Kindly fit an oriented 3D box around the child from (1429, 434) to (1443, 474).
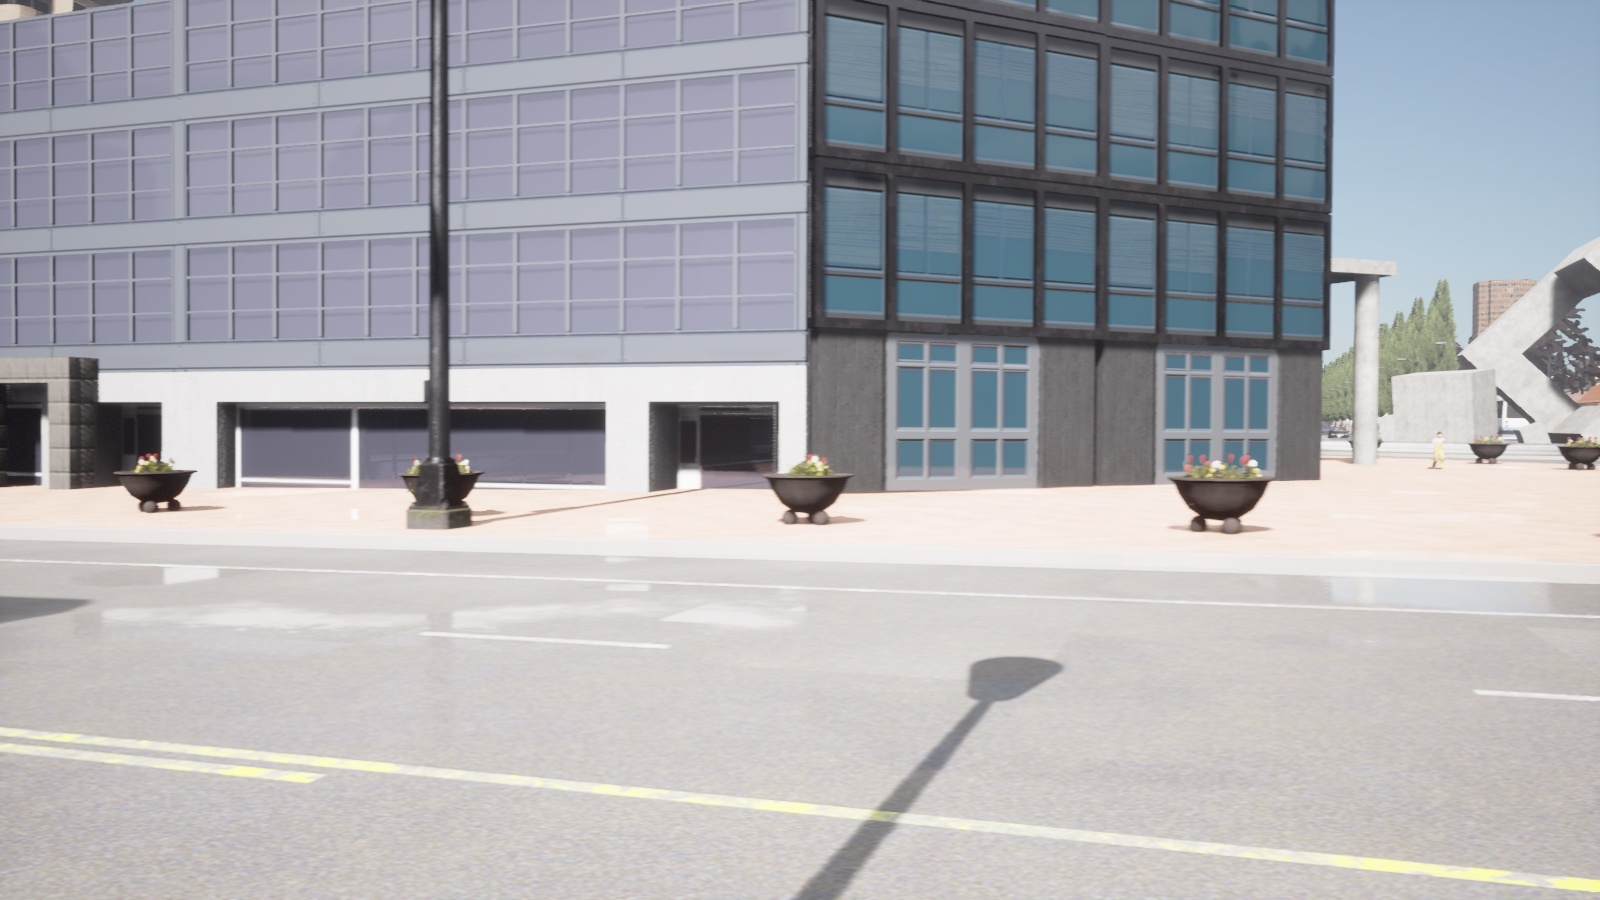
[{"bbox_3d":[20.190,0.112,39.848,0.270,1.263,0.437,1,1,12],"label":"child"}]
